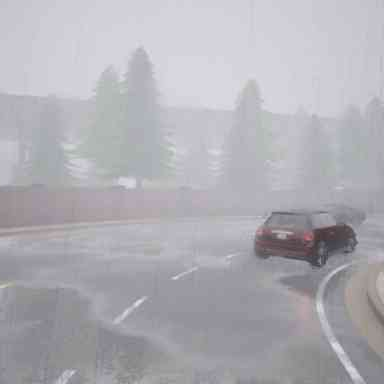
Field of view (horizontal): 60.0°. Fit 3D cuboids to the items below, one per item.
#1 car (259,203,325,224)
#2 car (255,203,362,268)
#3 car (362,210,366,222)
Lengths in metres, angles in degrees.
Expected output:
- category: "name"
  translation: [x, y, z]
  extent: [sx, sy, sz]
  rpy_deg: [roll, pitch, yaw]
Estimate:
- category: "car"
  translation: [7.631, 1.567, 25.400]
  extent: [4.674, 1.442, 1.812]
  rpy_deg: [0, 0, -19]
- category: "car"
  translation: [4.120, 1.376, 11.702]
  extent: [2.097, 1.767, 4.553]
  rpy_deg: [1, 0, 41]
- category: "car"
  translation: [9.227, 1.547, 22.243]
  extent: [4.902, 1.511, 2.128]
  rpy_deg: [0, 0, -18]
